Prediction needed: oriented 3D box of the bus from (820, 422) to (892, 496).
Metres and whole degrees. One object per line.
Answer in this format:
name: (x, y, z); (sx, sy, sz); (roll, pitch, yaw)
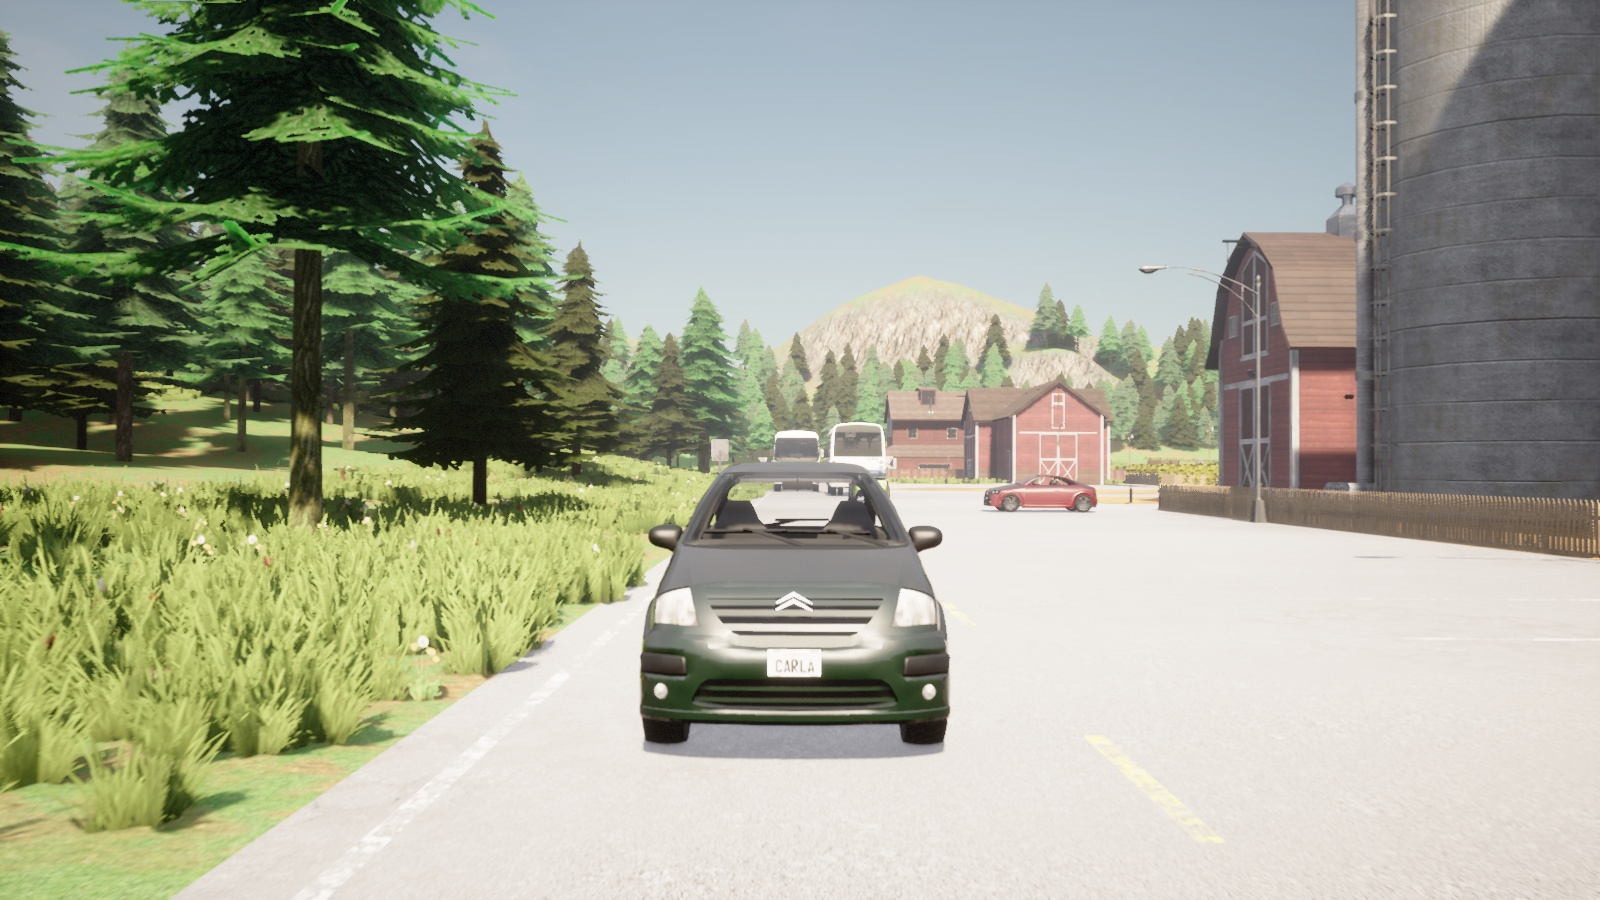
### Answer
bus: (3.309, 0.597, 77.287); (3.944, 4.253, 10.273); (0, -1, 0)

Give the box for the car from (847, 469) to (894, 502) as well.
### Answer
car: (3.354, 1.668, 60.724); (2.007, 1.525, 4.514); (0, -1, 0)

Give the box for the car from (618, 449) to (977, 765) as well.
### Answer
car: (-0.021, 0.839, 8.481); (1.851, 1.617, 3.988); (0, -1, 0)

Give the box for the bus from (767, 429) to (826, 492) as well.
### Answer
bus: (-0.221, 0.796, 89.465); (3.944, 4.253, 10.273); (0, -1, 0)
